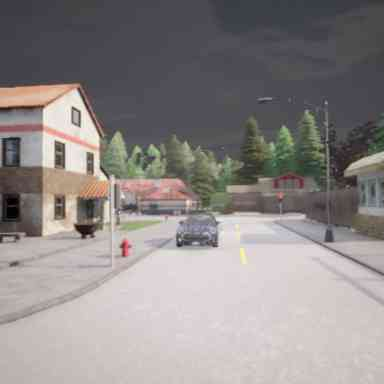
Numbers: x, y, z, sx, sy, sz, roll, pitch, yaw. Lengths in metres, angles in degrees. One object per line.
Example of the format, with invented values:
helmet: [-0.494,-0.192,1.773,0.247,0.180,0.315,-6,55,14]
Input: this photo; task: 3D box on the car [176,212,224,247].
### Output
car: [0.461,1.929,18.078,2.097,1.767,4.553,-1,-2,7]

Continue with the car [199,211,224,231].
car: [1.736,2.410,28.229,1.812,1.442,4.674,-1,-2,7]
